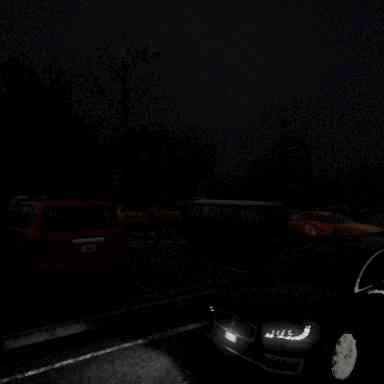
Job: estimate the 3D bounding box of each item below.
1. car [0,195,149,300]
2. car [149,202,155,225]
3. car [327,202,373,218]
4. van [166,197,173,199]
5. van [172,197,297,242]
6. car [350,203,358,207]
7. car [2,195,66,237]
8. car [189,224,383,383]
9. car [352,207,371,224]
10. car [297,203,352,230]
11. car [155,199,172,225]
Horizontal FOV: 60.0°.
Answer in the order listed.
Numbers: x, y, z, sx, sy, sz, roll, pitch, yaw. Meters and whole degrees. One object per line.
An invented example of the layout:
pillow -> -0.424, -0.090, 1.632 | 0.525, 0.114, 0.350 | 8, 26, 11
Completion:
car -> -3.603, 1.200, 8.698 | 2.435, 2.045, 5.566 | 1, 0, -36
car -> -4.941, 1.515, 23.072 | 1.946, 1.575, 5.366 | 1, 0, -36
car -> 18.997, 2.126, 40.166 | 2.185, 1.767, 4.553 | 2, -1, -36
van -> -0.340, 1.374, 26.024 | 1.878, 1.987, 4.442 | 1, -1, -36
van -> 1.360, 1.280, 12.402 | 1.878, 1.987, 4.442 | 1, 0, -36
car -> 16.451, 2.188, 38.270 | 2.002, 1.452, 4.674 | 2, -1, -36
car -> -9.447, 1.210, 19.550 | 2.435, 2.045, 5.566 | 0, 0, -36
car -> 2.443, 1.516, 5.439 | 4.892, 1.490, 1.837 | 0, 0, -36
car -> 6.359, 1.586, 15.645 | 1.946, 1.575, 5.366 | 1, -1, -36
car -> 3.870, 1.416, 14.112 | 2.185, 1.767, 4.553 | 1, -1, -36
car -> -2.784, 1.552, 24.630 | 1.946, 1.575, 5.366 | 1, -1, -36
